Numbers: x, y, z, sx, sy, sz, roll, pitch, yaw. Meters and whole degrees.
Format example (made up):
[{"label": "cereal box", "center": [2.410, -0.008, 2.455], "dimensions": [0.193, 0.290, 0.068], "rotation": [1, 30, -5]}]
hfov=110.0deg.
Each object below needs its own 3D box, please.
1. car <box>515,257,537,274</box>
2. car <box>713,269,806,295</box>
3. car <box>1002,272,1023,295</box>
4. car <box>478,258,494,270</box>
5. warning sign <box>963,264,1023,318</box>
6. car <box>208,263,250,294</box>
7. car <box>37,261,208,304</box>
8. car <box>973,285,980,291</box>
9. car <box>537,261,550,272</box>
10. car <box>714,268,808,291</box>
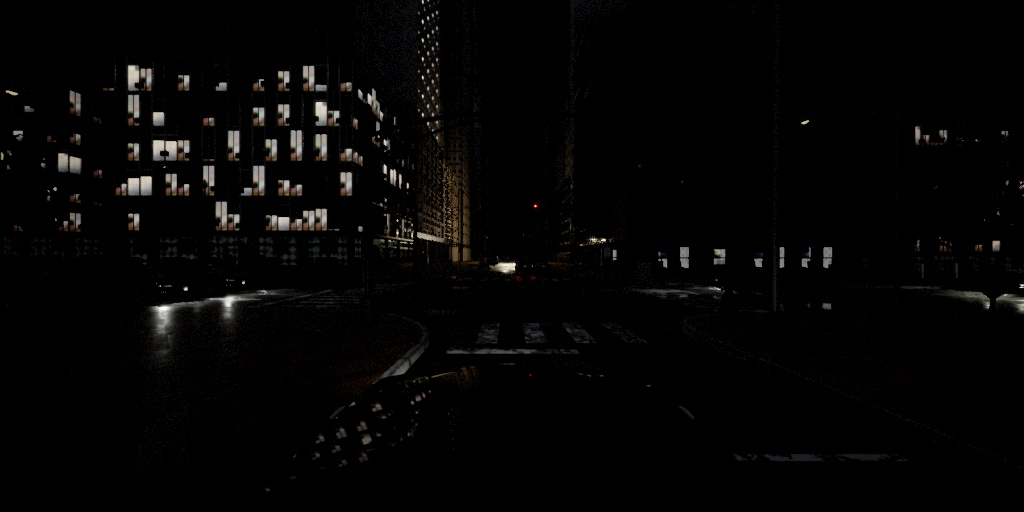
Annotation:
[{"label": "car", "center": [1.408, 1.118, 40.686], "dimensions": [2.097, 1.767, 4.553], "rotation": [0, 0, 0]}, {"label": "car", "center": [15.226, 1.650, 22.246], "dimensions": [4.718, 1.301, 1.895], "rotation": [1, 0, -3]}, {"label": "car", "center": [34.110, 1.865, 23.121], "dimensions": [5.008, 1.535, 1.882], "rotation": [1, 0, -3]}, {"label": "car", "center": [-4.039, 1.342, 52.171], "dimensions": [1.802, 1.307, 4.207], "rotation": [0, 0, 0]}, {"label": "warning sign", "center": [17.272, 1.204, 12.881], "dimensions": [1.060, 1.860, 1.300], "rotation": [0, 0, -3]}, {"label": "car", "center": [-15.508, 0.993, 17.358], "dimensions": [4.892, 1.490, 1.837], "rotation": [1, 0, -3]}, {"label": "car", "center": [-15.360, 0.997, 14.112], "dimensions": [4.892, 1.490, 1.837], "rotation": [1, 0, -3]}, {"label": "car", "center": [37.289, 1.921, 26.518], "dimensions": [5.008, 1.535, 1.882], "rotation": [1, 0, -3]}, {"label": "car", "center": [3.915, 1.329, 46.680], "dimensions": [1.948, 1.339, 4.313], "rotation": [0, 0, 0]}, {"label": "car", "center": [17.690, 1.640, 25.615], "dimensions": [5.357, 1.411, 2.033], "rotation": [1, 0, -3]}]
